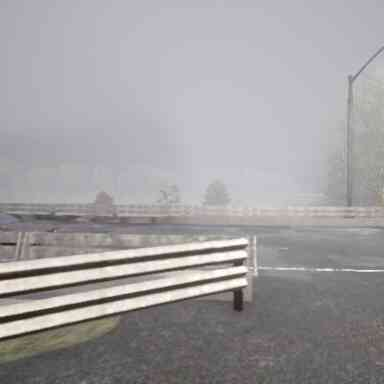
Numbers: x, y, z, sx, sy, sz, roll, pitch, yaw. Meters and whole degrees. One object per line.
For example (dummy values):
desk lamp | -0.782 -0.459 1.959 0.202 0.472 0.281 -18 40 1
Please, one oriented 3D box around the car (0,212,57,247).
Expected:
car | -8.049 1.475 12.995 5.357 1.411 2.033 0 0 10
